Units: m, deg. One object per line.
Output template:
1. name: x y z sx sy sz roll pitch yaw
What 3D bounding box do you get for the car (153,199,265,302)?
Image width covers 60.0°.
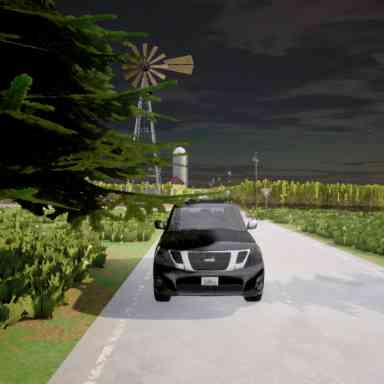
1. car: 0.330 1.221 8.638 2.150 2.045 5.566 0 0 0
